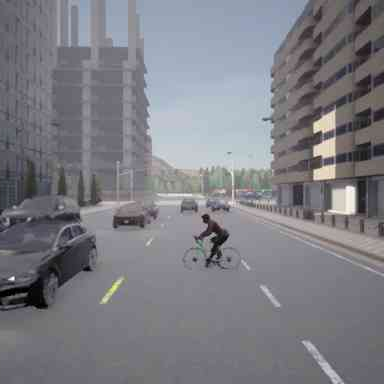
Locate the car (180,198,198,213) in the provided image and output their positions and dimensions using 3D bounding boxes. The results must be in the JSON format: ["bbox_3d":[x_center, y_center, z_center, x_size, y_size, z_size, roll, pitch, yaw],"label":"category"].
[{"bbox_3d":[-0.313,1.491,37.742,2.128,1.511,4.902,0,0,-1],"label":"car"}]

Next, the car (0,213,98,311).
[{"bbox_3d":[-3.672,1.492,7.966,2.128,1.511,4.902,0,0,-1],"label":"car"}]

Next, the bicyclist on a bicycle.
[{"bbox_3d":[0.558,1.452,9.464,1.656,1.620,0.582,0,0,-1],"label":"bicyclist on a bicycle"}]

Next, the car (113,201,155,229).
[{"bbox_3d":[-3.822,1.477,21.793,1.882,1.535,5.008,0,0,-1],"label":"car"}]

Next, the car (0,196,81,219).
[{"bbox_3d":[-7.251,1.221,16.479,2.150,2.045,5.566,0,0,0],"label":"car"}]

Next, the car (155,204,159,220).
[{"bbox_3d":[-3.795,1.471,27.416,1.994,1.385,4.181,0,0,-1],"label":"car"}]

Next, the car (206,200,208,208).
[{"bbox_3d":[2.980,1.601,48.051,1.895,1.301,4.718,0,0,-1],"label":"car"}]

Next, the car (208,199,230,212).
[{"bbox_3d":[3.154,1.601,38.038,1.895,1.301,4.718,0,0,0],"label":"car"}]

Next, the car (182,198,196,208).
[{"bbox_3d":[-0.458,1.547,48.150,2.033,1.411,5.357,0,0,-1],"label":"car"}]
